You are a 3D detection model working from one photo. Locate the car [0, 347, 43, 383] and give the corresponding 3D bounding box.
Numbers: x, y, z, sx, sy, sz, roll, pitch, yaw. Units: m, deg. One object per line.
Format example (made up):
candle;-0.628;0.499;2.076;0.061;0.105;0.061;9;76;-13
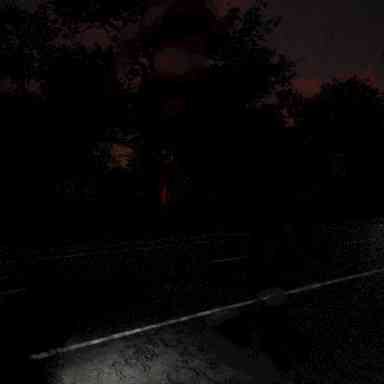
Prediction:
car;-3.129;1.521;1.408;4.674;1.442;1.812;0;0;-36
